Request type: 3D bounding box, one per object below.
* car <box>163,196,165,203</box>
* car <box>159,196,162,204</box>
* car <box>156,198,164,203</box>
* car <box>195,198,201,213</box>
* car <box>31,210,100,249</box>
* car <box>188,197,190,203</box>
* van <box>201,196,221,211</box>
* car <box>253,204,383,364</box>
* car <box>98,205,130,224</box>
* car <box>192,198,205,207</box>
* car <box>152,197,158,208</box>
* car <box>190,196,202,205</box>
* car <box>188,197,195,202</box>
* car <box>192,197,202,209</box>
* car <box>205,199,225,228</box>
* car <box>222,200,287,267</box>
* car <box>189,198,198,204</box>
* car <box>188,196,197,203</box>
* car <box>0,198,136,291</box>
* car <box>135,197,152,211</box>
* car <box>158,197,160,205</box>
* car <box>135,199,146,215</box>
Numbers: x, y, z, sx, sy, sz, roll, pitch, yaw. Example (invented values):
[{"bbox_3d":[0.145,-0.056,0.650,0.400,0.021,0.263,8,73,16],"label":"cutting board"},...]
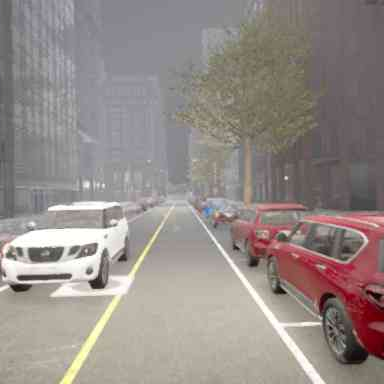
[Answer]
[{"bbox_3d":[-8.403,2.236,84.374,1.947,1.339,4.313,-1,0,-2],"label":"car"},{"bbox_3d":[-7.841,1.854,67.468,2.192,1.841,5.009,-1,0,-2],"label":"car"},{"bbox_3d":[-8.592,2.284,90.008,1.947,1.339,4.313,-1,0,-2],"label":"car"},{"bbox_3d":[1.629,1.723,39.567,1.802,1.307,4.206,-1,0,-2],"label":"car"},{"bbox_3d":[-6.133,1.757,16.748,1.887,1.381,4.507,-1,0,-2],"label":"car"},{"bbox_3d":[0.683,1.910,67.747,1.947,1.339,4.313,-1,0,-2],"label":"car"},{"bbox_3d":[2.003,1.418,28.296,1.690,1.788,3.998,-1,0,-2],"label":"van"},{"bbox_3d":[2.760,1.276,5.751,2.192,1.841,5.009,-1,0,-2],"label":"car"},{"bbox_3d":[-6.510,1.853,28.020,1.802,1.307,4.206,-1,0,-2],"label":"car"},{"bbox_3d":[1.061,1.807,56.475,1.887,1.381,4.507,-1,0,-2],"label":"car"},{"bbox_3d":[-7.463,1.771,56.198,2.192,1.841,5.009,-1,0,-2],"label":"car"},{"bbox_3d":[1.244,1.536,50.840,2.192,1.841,5.009,-1,0,-2],"label":"car"},{"bbox_3d":[-0.073,2.106,90.292,1.802,1.307,4.206,-1,0,-2],"label":"car"},{"bbox_3d":[1.439,1.746,45.202,1.947,1.339,4.313,-1,0,-2],"label":"car"},{"bbox_3d":[2.195,1.488,22.659,1.967,1.590,4.097,-1,0,-2],"label":"car"},{"bbox_3d":[2.570,1.304,11.386,2.192,1.841,5.009,-1,0,-2],"label":"car"},{"bbox_3d":[0.305,2.013,79.020,1.802,1.307,4.206,-1,0,-2],"label":"car"},{"bbox_3d":[0.113,1.916,84.658,1.967,1.590,4.097,-1,0,-2],"label":"car"},{"bbox_3d":[-3.234,1.337,9.818,2.150,2.045,5.566,-1,0,-2],"label":"car"},{"bbox_3d":[-7.085,1.689,44.926,2.192,1.841,5.009,-1,0,-2],"label":"car"},{"bbox_3d":[-7.646,2.063,61.832,1.947,1.339,4.313,-1,0,-2],"label":"car"},{"bbox_3d":[-6.885,1.860,39.120,1.752,1.417,4.829,-1,0,-2],"label":"car"}]
